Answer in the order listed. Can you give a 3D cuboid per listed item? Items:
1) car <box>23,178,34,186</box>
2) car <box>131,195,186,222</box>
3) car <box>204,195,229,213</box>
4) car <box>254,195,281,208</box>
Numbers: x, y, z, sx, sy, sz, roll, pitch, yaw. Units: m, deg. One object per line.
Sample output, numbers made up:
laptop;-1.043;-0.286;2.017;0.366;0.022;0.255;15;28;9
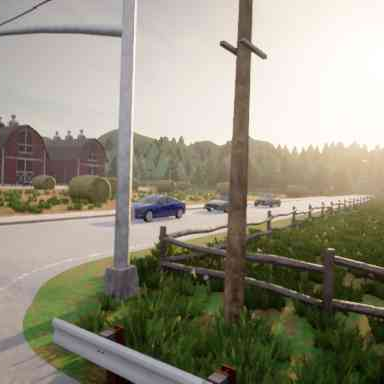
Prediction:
car;-38.852;-2.302;79.346;1.905;1.878;3.866;8;2;-13
car;-2.330;0.948;21.168;1.882;1.535;5.008;3;2;33
car;3.114;1.001;29.427;2.033;1.411;5.357;3;2;33
car;8.634;1.001;37.780;1.994;1.385;4.181;3;2;33
